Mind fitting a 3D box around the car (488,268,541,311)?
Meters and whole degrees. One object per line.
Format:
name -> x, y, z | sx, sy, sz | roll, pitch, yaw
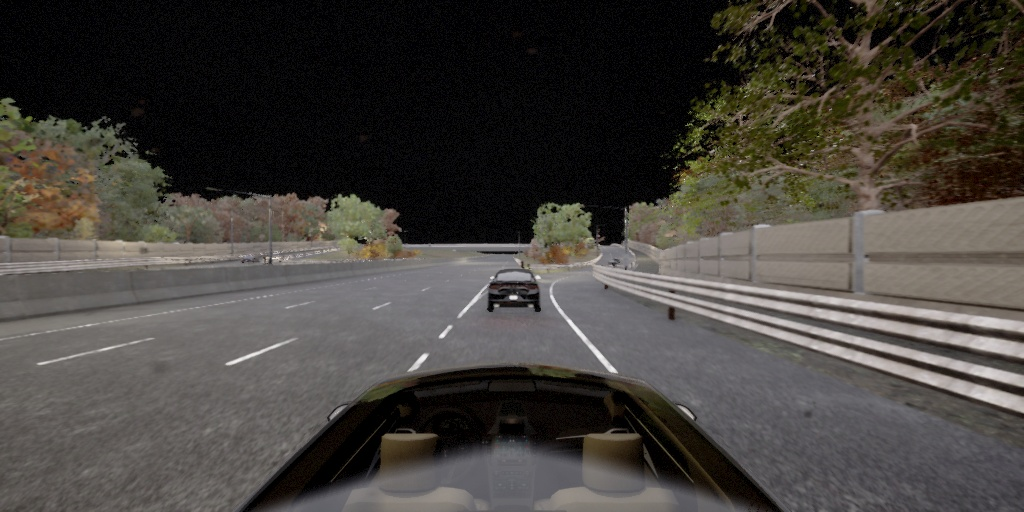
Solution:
car -> 0.138, 1.238, 14.484 | 1.882, 1.535, 5.008 | 0, 0, 2
